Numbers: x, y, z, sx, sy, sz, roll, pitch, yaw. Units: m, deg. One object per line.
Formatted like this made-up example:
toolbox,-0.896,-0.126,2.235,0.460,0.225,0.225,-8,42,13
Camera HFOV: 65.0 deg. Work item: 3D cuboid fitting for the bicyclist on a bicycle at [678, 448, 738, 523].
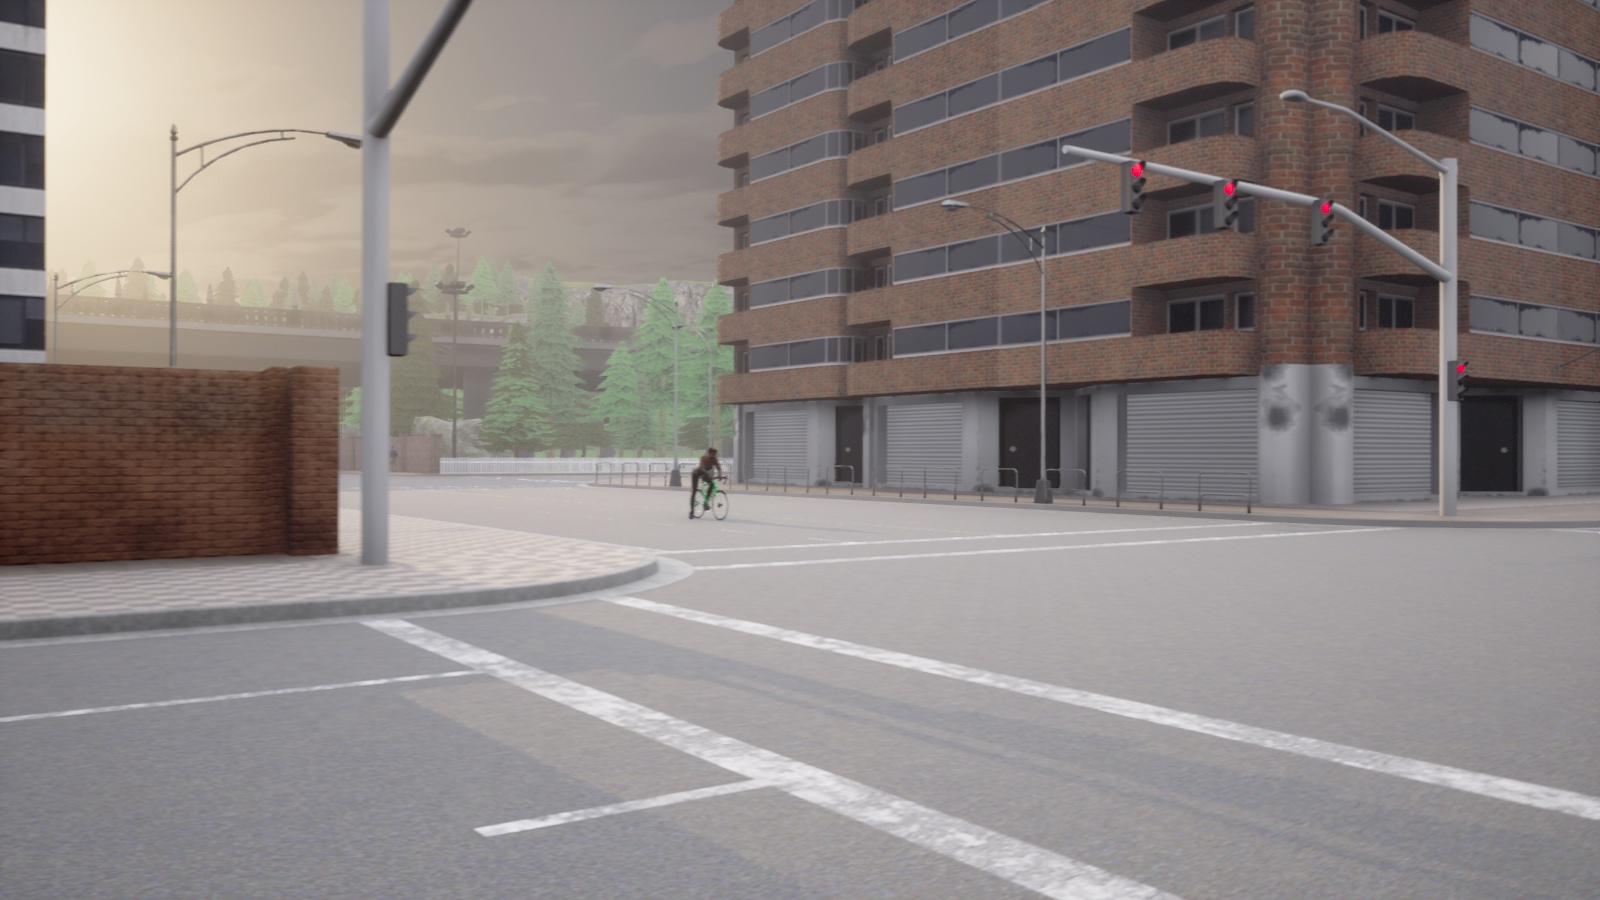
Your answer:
bicyclist on a bicycle,-2.072,0.771,28.068,0.582,1.620,1.656,0,0,-35
